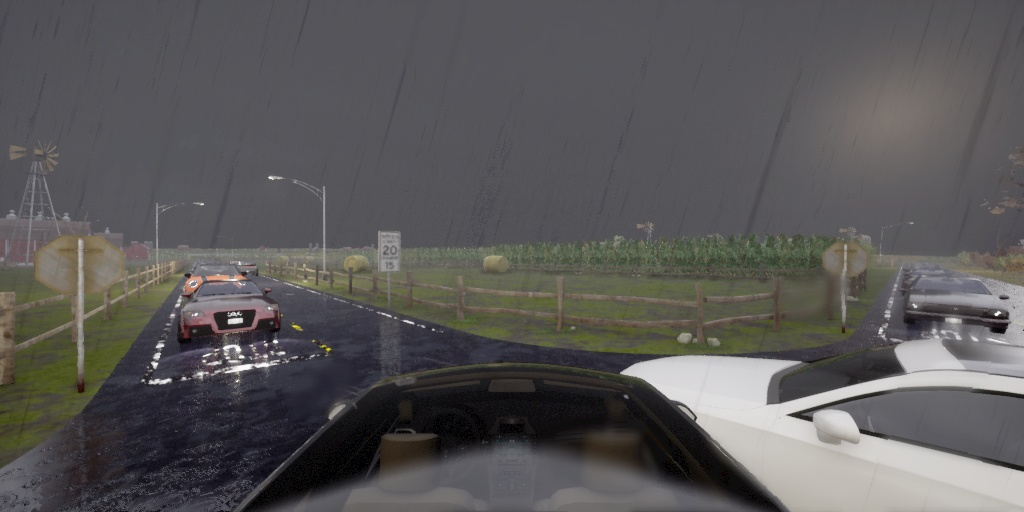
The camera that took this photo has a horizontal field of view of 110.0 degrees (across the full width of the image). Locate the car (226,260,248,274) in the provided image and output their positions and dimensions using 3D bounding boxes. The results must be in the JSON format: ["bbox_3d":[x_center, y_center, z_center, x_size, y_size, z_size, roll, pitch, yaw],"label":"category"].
[{"bbox_3d":[-33.291,1.275,43.348,1.837,1.490,4.892,0,0,-41],"label":"car"}]

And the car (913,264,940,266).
[{"bbox_3d":[28.645,1.309,24.850,4.902,1.511,2.128,0,1,-42],"label":"car"}]

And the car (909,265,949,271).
[{"bbox_3d":[21.018,1.364,17.929,4.181,1.385,1.994,0,1,-43],"label":"car"}]

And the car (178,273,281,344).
[{"bbox_3d":[-7.849,1.349,9.931,1.994,1.385,4.181,0,0,-42],"label":"car"}]

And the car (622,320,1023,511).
[{"bbox_3d":[2.857,1.293,2.241,1.812,1.442,4.674,0,1,-43],"label":"car"}]

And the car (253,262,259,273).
[{"bbox_3d":[-26.642,1.259,35.825,2.128,1.511,4.902,0,0,-41],"label":"car"}]

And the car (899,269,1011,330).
[{"bbox_3d":[13.622,1.335,11.209,5.357,1.411,2.033,0,1,-42],"label":"car"}]

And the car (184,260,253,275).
[{"bbox_3d":[-13.562,1.130,16.469,2.097,1.767,4.553,0,0,-41],"label":"car"}]
